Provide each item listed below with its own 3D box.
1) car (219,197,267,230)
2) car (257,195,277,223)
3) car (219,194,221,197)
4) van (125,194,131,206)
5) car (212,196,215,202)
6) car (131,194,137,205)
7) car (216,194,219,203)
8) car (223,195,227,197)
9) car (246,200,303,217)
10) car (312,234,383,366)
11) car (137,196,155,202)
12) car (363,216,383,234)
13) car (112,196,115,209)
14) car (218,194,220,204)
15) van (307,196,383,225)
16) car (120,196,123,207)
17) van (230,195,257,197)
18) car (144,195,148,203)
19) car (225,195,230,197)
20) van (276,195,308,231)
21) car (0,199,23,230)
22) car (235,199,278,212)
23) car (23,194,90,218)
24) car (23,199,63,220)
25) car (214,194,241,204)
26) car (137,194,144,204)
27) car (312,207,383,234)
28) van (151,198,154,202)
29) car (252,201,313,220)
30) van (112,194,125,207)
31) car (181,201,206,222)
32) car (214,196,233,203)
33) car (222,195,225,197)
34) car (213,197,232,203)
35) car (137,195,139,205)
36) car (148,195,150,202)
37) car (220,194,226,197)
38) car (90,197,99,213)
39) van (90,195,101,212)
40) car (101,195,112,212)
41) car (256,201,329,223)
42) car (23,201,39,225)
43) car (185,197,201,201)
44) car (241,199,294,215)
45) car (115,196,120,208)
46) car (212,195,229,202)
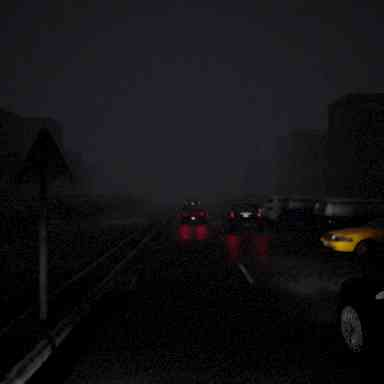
[{"bbox_3d":[3.096,1.374,21.190,2.097,1.767,4.553,0,0,0],"label":"car"},{"bbox_3d":[7.663,1.254,22.963,5.566,2.045,2.435,0,0,0],"label":"car"},{"bbox_3d":[7.658,1.562,58.805,4.553,1.767,2.185,0,0,0],"label":"car"},{"bbox_3d":[-12.437,1.405,52.188,4.442,1.987,1.878,0,0,0],"label":"van"},{"bbox_3d":[7.439,1.776,69.832,5.366,1.575,1.946,0,0,0],"label":"car"},{"bbox_3d":[-12.581,1.402,54.968,5.566,2.045,2.435,0,0,0],"label":"car"},{"bbox_3d":[7.631,1.732,64.318,5.008,1.535,2.097,0,0,0],"label":"car"},{"bbox_3d":[7.623,1.630,50.532,4.892,1.521,2.231,0,0,0],"label":"car"},{"bbox_3d":[7.662,1.561,31.232,4.792,1.488,2.163,0,0,0],"label":"car"},{"bbox_3d":[3.100,1.492,3.106,2.128,1.511,4.902,0,0,0],"label":"car"},{"bbox_3d":[-12.503,1.961,90.978,4.792,1.488,2.163,0,0,0],"label":"car"},{"bbox_3d":[7.635,1.524,9.176,4.674,1.452,2.002,0,0,0],"label":"car"},{"bbox_3d":[-12.554,1.562,41.072,4.892,1.521,2.231,0,0,0],"label":"car"},{"bbox_3d":[7.657,1.583,61.561,4.553,1.767,2.185,0,0,0],"label":"car"},{"bbox_3d":[7.753,1.263,14.692,4.442,1.987,1.878,0,0,0],"label":"van"},{"bbox_3d":[-12.555,1.633,46.504,4.674,1.452,2.002,0,0,0],"label":"car"},{"bbox_3d":[7.513,1.354,42.139,4.442,1.987,1.878,0,0,0],"label":"van"},{"bbox_3d":[-12.574,1.521,68.865,5.566,2.045,2.435,0,-1,0],"label":"car"},{"bbox_3d":[7.623,1.613,47.775,4.892,1.521,2.231,0,0,0],"label":"car"},{"bbox_3d":[7.752,1.274,20.205,4.442,1.987,1.878,0,0,0],"label":"van"},{"bbox_3d":[-12.542,1.347,18.841,4.553,1.767,2.185,0,0,0],"label":"car"},{"bbox_3d":[7.628,1.606,39.505,4.674,1.452,2.002,0,0,0],"label":"car"},{"bbox_3d":[-12.538,1.255,29.958,5.566,2.045,2.435,0,0,0],"label":"car"},{"bbox_3d":[-12.564,1.488,24.398,4.892,1.521,2.231,0,0,0],"label":"car"},{"bbox_3d":[7.652,1.552,72.592,5.566,2.045,2.435,0,0,0],"label":"car"},{"bbox_3d":[-12.519,1.470,63.180,5.566,2.045,2.435,0,-1,0],"label":"car"},{"bbox_3d":[7.452,1.483,11.933,5.366,1.575,1.946,0,0,0],"label":"car"},{"bbox_3d":[-12.420,1.670,82.636,4.442,1.987,1.878,0,0,0],"label":"van"},{"bbox_3d":[7.636,1.561,28.476,4.674,1.452,2.002,0,0,0],"label":"car"},{"bbox_3d":[-12.672,1.387,49.411,4.442,1.987,1.878,0,0,0],"label":"van"},{"bbox_3d":[0.094,1.635,26.416,1.895,1.301,4.718,0,0,0],"label":"car"},{"bbox_3d":[7.591,1.745,80.866,4.553,1.767,2.185,0,0,0],"label":"car"},{"bbox_3d":[7.622,1.649,53.289,4.892,1.521,2.231,0,0,0],"label":"car"},{"bbox_3d":[7.619,1.929,83.623,4.674,1.452,2.002,0,0,0],"label":"car"},{"bbox_3d":[-12.546,1.737,60.459,4.674,1.452,2.002,0,0,0],"label":"car"},{"bbox_3d":[-12.536,1.823,74.295,5.008,1.535,2.097,0,-1,0],"label":"car"},{"bbox_3d":[7.596,1.541,56.047,4.553,1.767,2.185,0,0,0],"label":"car"},{"bbox_3d":[-12.380,1.516,32.735,5.366,1.575,1.946,0,0,0],"label":"car"},{"bbox_3d":[-12.447,1.306,35.515,4.442,1.987,1.878,0,0,0],"label":"van"},{"bbox_3d":[-12.534,1.293,38.293,5.566,2.045,2.435,0,0,0],"label":"car"},{"bbox_3d":[7.639,1.512,25.718,5.008,1.535,2.097,0,0,0],"label":"car"},{"bbox_3d":[-12.569,1.519,21.620,4.674,1.452,2.002,0,0,0],"label":"car"},{"bbox_3d":[0.090,1.450,41.851,2.097,1.767,4.553,0,0,0],"label":"car"},{"bbox_3d":[7.626,1.543,33.991,4.892,1.521,2.231,0,0,0],"label":"car"},{"bbox_3d":[-12.529,1.606,43.850,4.792,1.488,2.163,0,0,0],"label":"car"},{"bbox_3d":[7.589,1.793,89.142,4.553,1.767,2.185,0,0,0],"label":"car"}]
